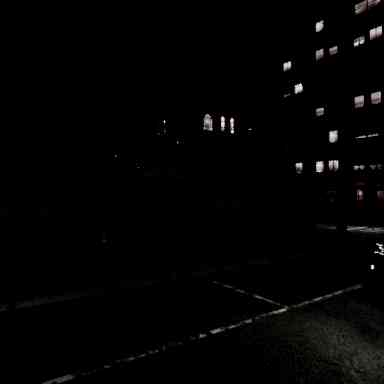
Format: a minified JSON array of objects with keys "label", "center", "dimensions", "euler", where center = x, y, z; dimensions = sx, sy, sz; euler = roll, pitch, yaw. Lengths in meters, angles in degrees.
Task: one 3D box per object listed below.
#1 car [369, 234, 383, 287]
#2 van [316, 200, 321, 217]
[{"label":"car","center":[6.574,1.219,8.054],"dimensions":[5.566,2.045,2.150],"euler":[0,0,-35]},{"label":"van","center":[10.558,1.646,32.580],"dimensions":[1.690,1.788,3.998],"euler":[-1,0,-36]}]
